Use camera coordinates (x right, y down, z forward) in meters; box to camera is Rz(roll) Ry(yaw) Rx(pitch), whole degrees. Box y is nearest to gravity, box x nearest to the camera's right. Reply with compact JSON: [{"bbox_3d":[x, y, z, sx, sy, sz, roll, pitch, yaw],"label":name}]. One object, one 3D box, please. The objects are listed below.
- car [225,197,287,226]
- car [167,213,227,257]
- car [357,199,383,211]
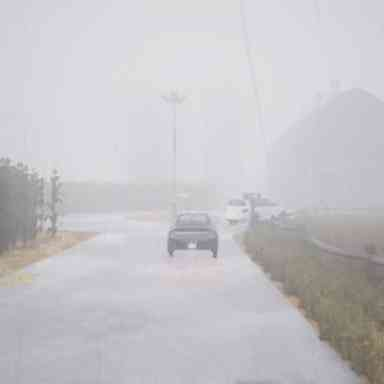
[{"bbox_3d":[4.732,1.383,24.261,5.566,2.045,2.150,0,0,-43],"label":"car"},{"bbox_3d":[0.097,1.598,13.466,2.128,1.511,4.902,0,0,2],"label":"car"},{"bbox_3d":[20.018,1.559,35.342,4.553,1.767,2.097,0,0,-3],"label":"car"}]
